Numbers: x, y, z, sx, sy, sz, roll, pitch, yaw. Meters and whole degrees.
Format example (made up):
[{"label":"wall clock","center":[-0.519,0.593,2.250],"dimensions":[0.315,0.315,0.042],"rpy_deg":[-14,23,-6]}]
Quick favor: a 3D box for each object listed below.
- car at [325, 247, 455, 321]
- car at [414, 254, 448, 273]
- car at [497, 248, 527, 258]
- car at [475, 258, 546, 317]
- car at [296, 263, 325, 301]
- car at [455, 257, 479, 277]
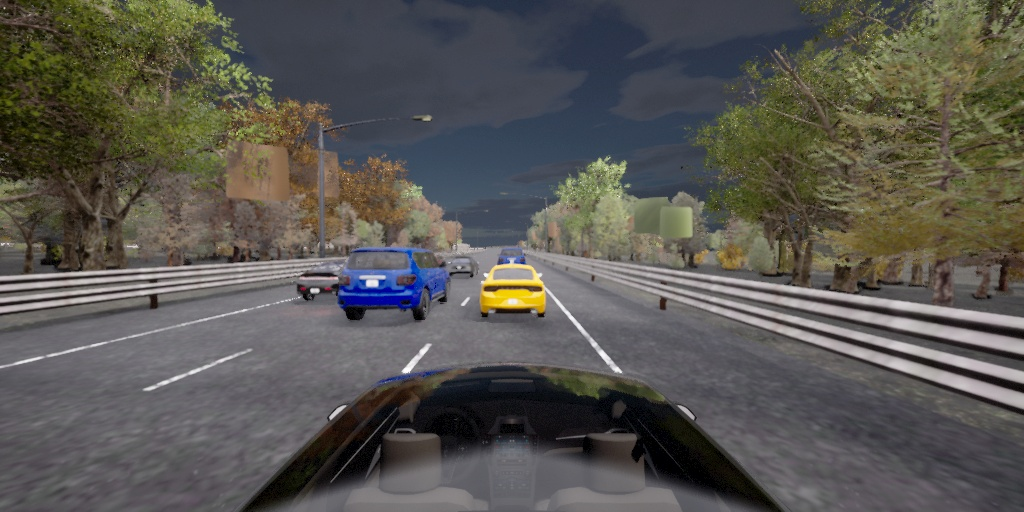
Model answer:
[{"label":"car","center":[-3.466,0.753,11.623],"dimensions":[2.150,2.045,5.566],"rpy_deg":[0,0,0]},{"label":"car","center":[-7.009,0.582,31.685],"dimensions":[1.882,1.535,5.008],"rpy_deg":[0,1,0]},{"label":"car","center":[-0.011,0.384,29.098],"dimensions":[2.150,2.045,5.566],"rpy_deg":[0,2,0]},{"label":"car","center":[0.034,1.005,12.067],"dimensions":[1.882,1.535,5.008],"rpy_deg":[0,2,0]},{"label":"car","center":[-6.953,0.955,15.089],"dimensions":[2.128,1.511,4.902],"rpy_deg":[0,1,0]},{"label":"car","center":[-3.519,0.766,26.402],"dimensions":[2.033,1.411,5.357],"rpy_deg":[0,1,0]}]
